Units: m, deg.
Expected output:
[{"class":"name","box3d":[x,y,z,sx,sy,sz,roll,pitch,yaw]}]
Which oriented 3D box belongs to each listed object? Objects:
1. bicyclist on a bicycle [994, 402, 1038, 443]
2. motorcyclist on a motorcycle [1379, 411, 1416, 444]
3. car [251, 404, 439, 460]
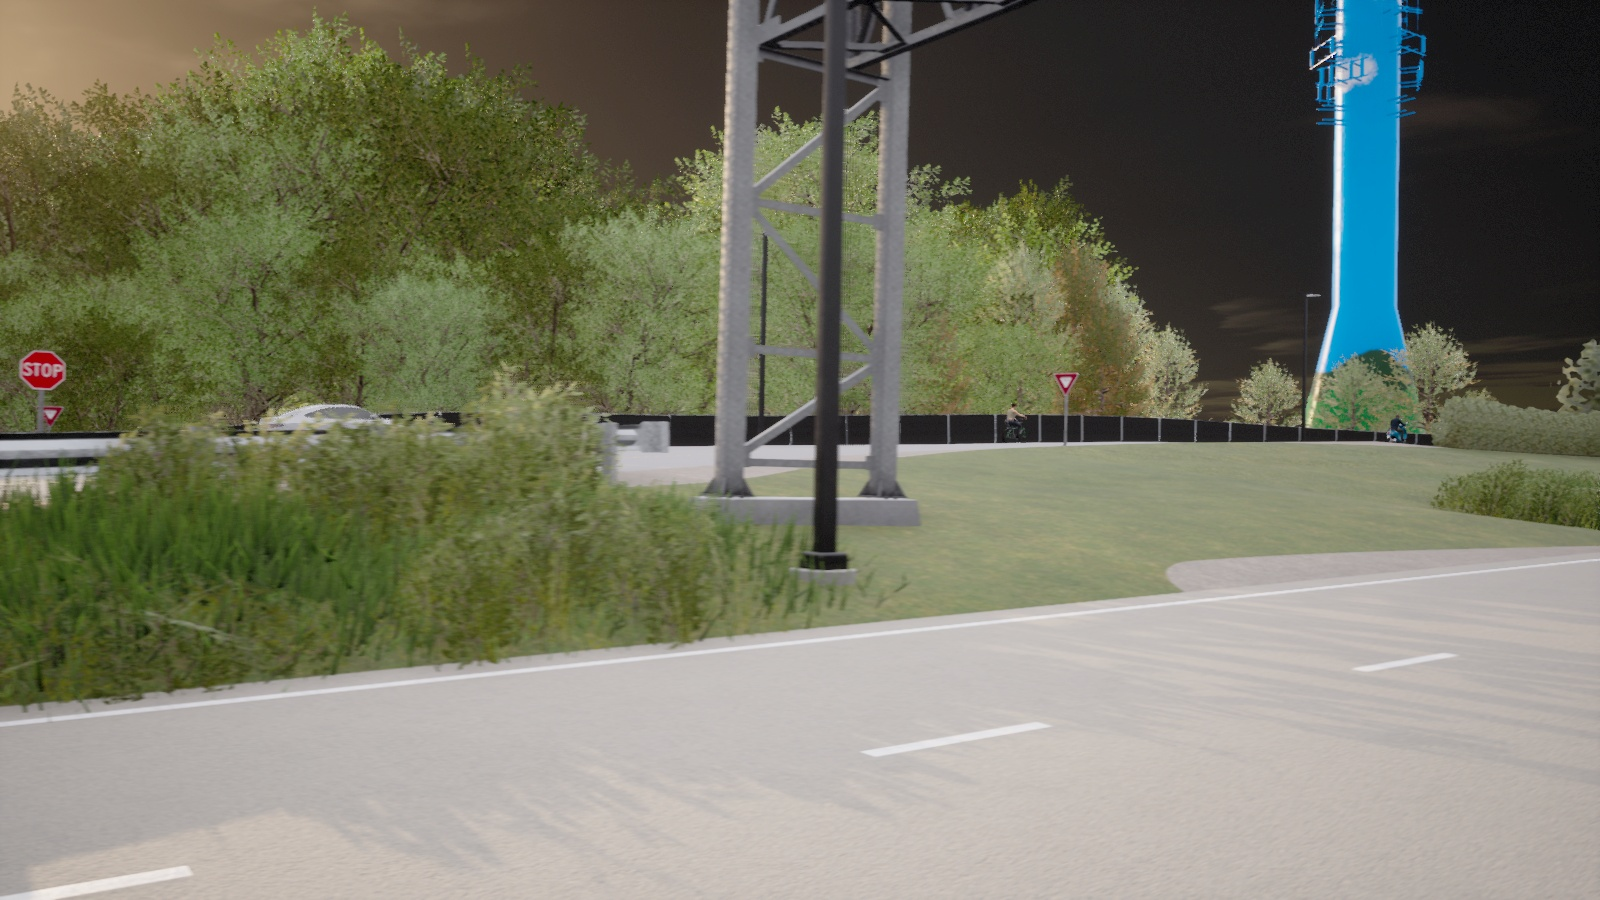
[{"class":"bicyclist on a bicycle","box3d":[8.563,-1.092,49.758,1.509,1.612,0.866,-1,0,-36]},{"class":"motorcyclist on a motorcycle","box3d":[30.893,-1.162,64.940,1.817,1.590,0.866,3,-2,-34]},{"class":"car","box3d":[-12.916,-0.530,35.744,4.674,1.442,1.812,-2,1,-35]}]
